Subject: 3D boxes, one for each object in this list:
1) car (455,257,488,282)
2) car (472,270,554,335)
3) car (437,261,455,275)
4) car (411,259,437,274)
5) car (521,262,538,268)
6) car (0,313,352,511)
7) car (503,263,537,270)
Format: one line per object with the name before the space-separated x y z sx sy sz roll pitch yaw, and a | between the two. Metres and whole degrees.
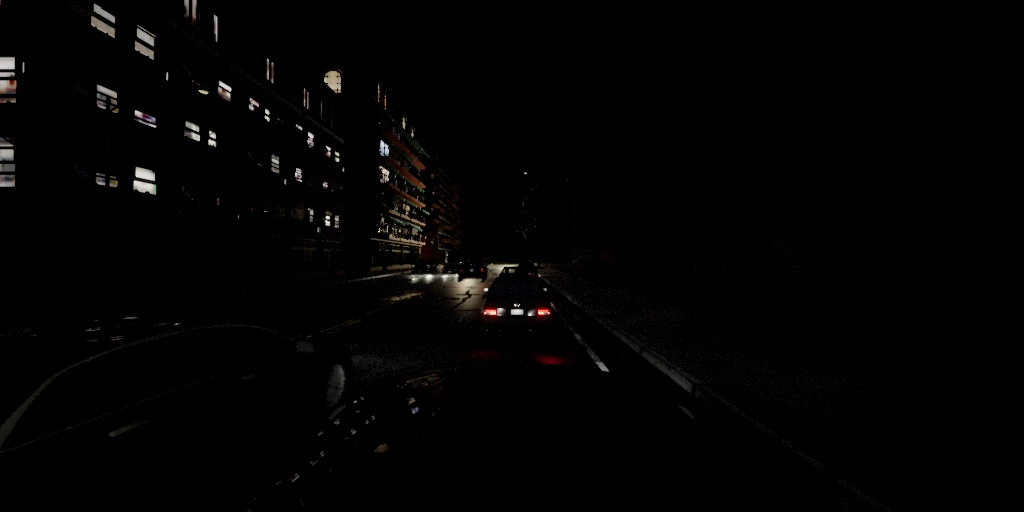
car | -3.115 1.108 29.204 2.097 1.767 4.553 0 0 -2
car | 0.111 1.299 10.513 2.033 1.411 5.357 0 0 0
car | -6.561 1.301 40.373 2.033 1.411 5.357 0 0 0
car | -9.810 1.105 40.428 2.097 1.767 4.553 0 0 0
car | 1.167 1.259 30.642 1.837 1.490 4.892 0 0 0
car | -3.151 1.254 3.085 1.837 1.490 4.892 0 0 0
car | 0.119 1.300 20.875 2.033 1.411 5.357 0 0 0
